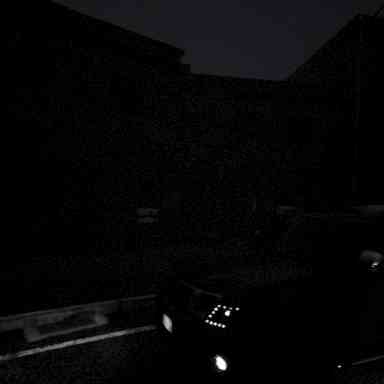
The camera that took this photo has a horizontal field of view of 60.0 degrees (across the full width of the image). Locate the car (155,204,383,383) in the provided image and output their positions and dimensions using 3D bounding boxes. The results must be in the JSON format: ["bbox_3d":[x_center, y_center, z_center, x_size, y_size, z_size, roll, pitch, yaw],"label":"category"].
[{"bbox_3d":[2.288,1.218,4.939,5.566,2.045,2.150,1,0,-21],"label":"car"}]
